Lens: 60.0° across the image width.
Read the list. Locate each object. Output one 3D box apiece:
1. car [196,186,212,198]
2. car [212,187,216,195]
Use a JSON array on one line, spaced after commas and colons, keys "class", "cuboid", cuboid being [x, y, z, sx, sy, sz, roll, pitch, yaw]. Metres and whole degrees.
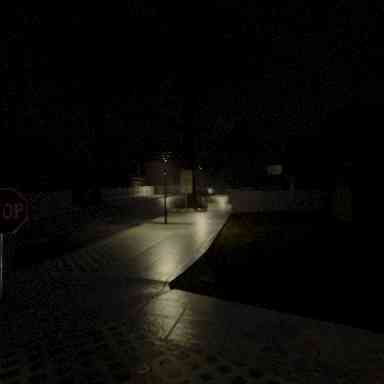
[{"class": "car", "cuboid": [1.313, -0.016, 48.495, 1.882, 1.535, 5.008, 1, 2, 10]}, {"class": "car", "cuboid": [3.078, -0.254, 58.263, 1.812, 1.442, 4.674, 1, 2, 10]}]
